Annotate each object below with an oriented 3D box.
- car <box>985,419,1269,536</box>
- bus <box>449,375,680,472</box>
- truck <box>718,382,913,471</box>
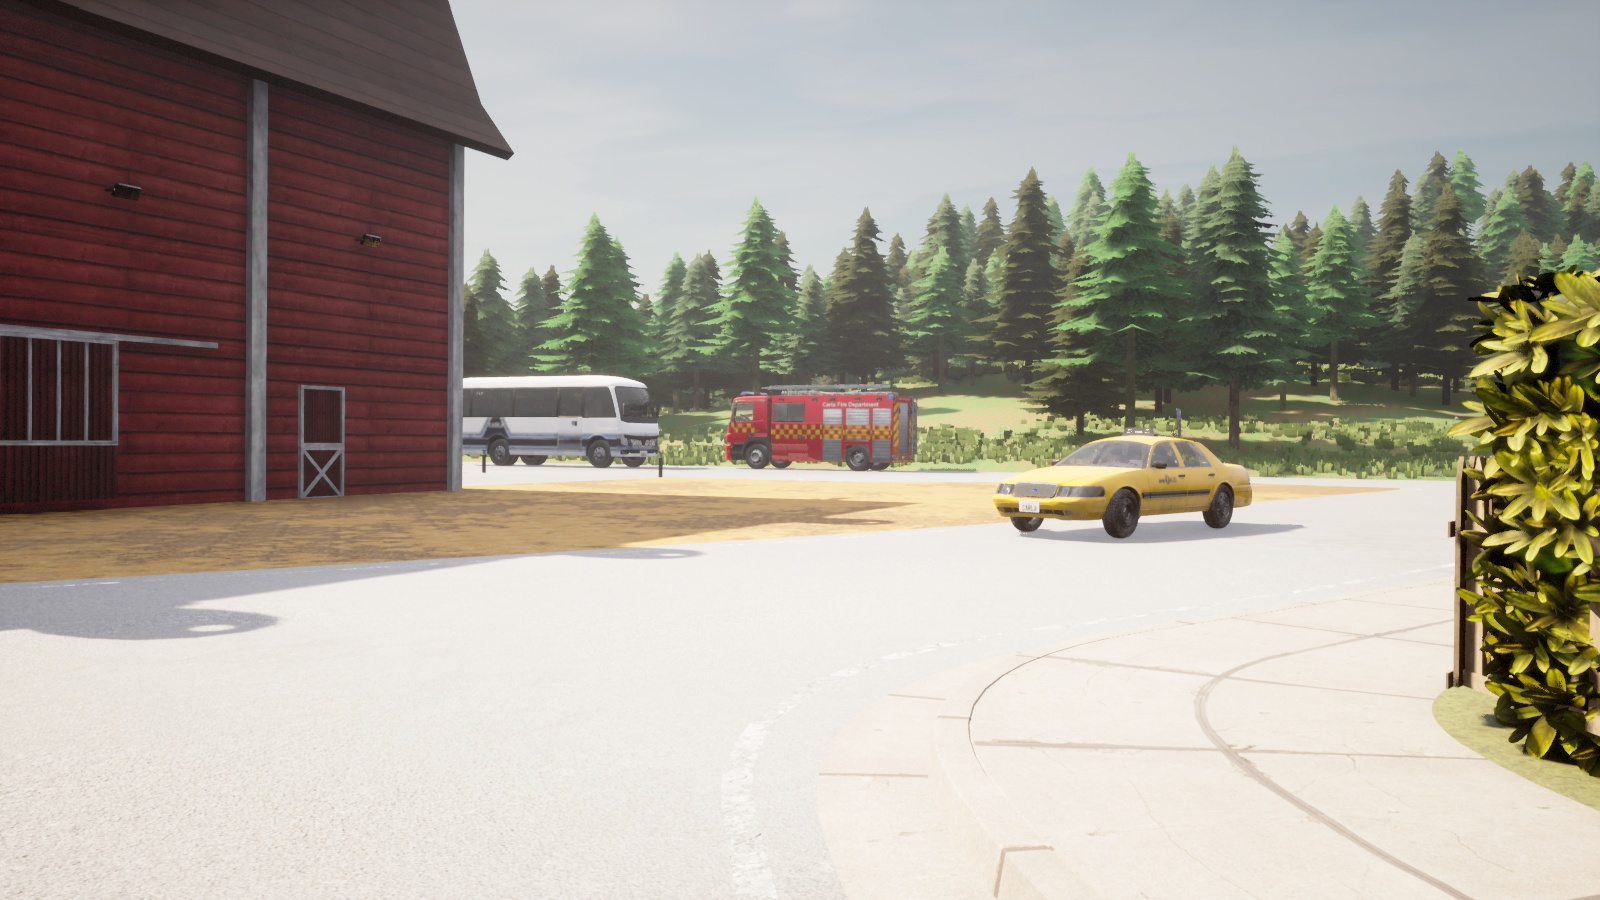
[{"bbox_3d":[5.204,0.325,19.426,1.801,1.575,5.366,0,1,45],"label":"car"},{"bbox_3d":[-11.112,-1.139,59.087,10.273,4.253,3.944,0,0,26],"label":"bus"},{"bbox_3d":[0.666,-1.021,57.294,8.468,3.827,2.891,0,0,26],"label":"truck"}]
